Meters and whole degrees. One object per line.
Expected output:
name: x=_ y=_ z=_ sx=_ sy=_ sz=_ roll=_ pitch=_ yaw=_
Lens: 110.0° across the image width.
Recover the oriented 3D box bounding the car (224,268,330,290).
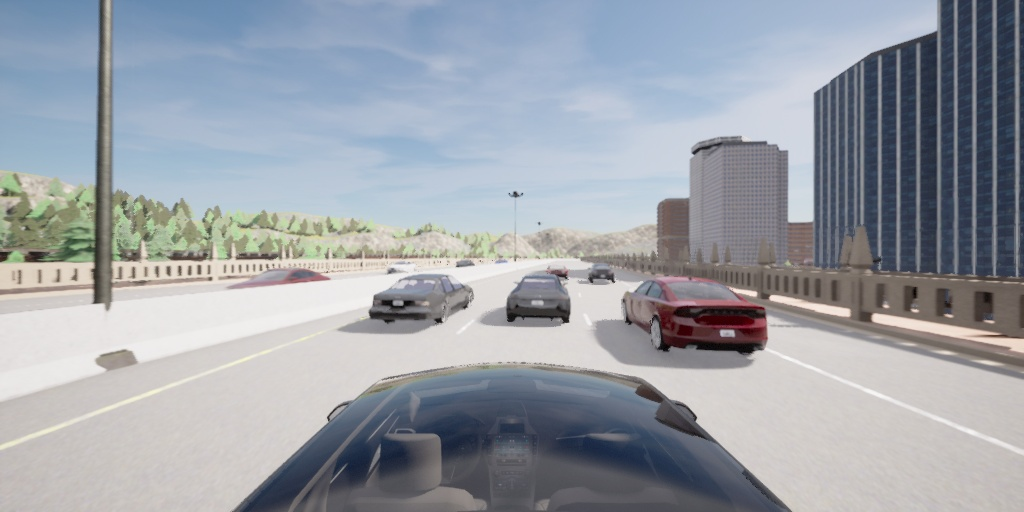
car: x=-9.500 y=1.228 z=14.953 sx=1.812 sy=1.442 sz=4.674 roll=0 pitch=0 yaw=8

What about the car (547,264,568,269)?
car: x=4.017 y=1.397 z=31.709 sx=1.895 sy=1.301 sz=4.718 roll=0 pitch=0 yaw=9

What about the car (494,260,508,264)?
car: x=-1.819 y=1.344 z=61.213 sx=1.882 sy=1.535 sz=5.008 roll=0 pitch=-1 yaw=10

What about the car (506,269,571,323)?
car: x=0.979 y=1.317 z=12.292 sx=1.994 sy=1.385 sz=4.181 roll=0 pitch=0 yaw=7

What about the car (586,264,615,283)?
car: x=7.054 y=1.330 z=28.610 sx=1.812 sy=1.442 sz=4.674 roll=0 pitch=0 yaw=9

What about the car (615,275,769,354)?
car: x=4.100 y=1.246 z=8.932 sx=1.882 sy=1.535 sz=5.008 roll=0 pitch=0 yaw=5

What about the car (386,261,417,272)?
car: x=-12.407 y=1.259 z=40.673 sx=1.812 sy=1.442 sz=4.674 roll=0 pitch=0 yaw=10

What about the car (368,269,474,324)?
car: x=-2.676 y=1.282 z=11.872 sx=2.033 sy=1.411 sz=5.357 roll=0 pitch=0 yaw=7

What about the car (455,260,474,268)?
car: x=-6.840 y=1.307 z=52.498 sx=1.837 sy=1.490 sz=4.892 roll=0 pitch=-1 yaw=10
